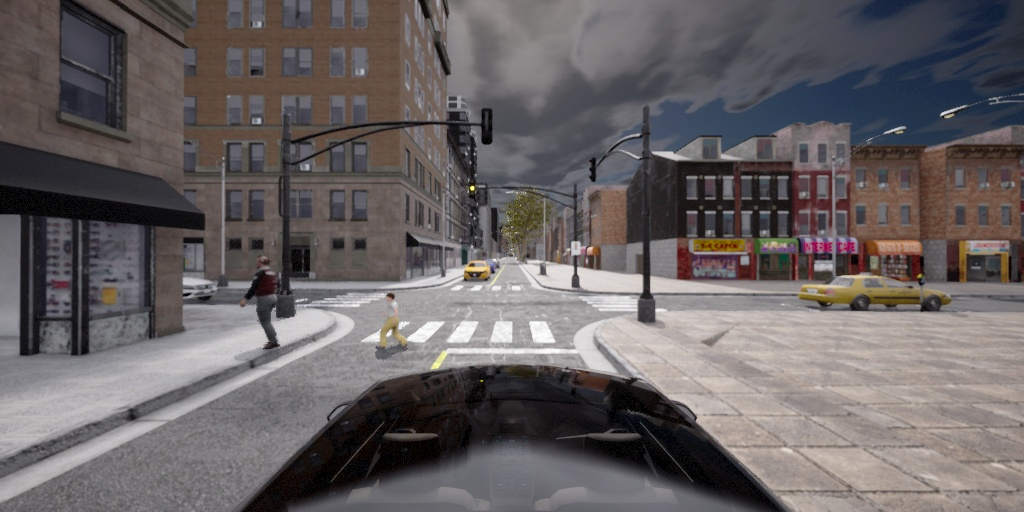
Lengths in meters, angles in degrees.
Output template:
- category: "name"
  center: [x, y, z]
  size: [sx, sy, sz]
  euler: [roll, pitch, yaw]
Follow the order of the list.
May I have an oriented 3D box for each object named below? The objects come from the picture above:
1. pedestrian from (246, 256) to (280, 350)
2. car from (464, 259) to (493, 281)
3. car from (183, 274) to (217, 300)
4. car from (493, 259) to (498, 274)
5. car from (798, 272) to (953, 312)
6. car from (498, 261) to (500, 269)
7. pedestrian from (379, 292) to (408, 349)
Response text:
- category: "pedestrian"
  center: [-4.831, 0.885, 7.027]
  size: [0.375, 1.860, 0.375]
  euler: [0, 0, 0]
- category: "car"
  center: [-2.850, 1.170, 29.887]
  size: [1.882, 1.535, 5.008]
  euler: [0, 0, 0]
- category: "car"
  center: [-14.812, 1.173, 14.634]
  size: [4.674, 1.442, 1.812]
  euler: [0, 0, -1]
- category: "car"
  center: [-2.862, 1.148, 40.343]
  size: [1.882, 1.535, 5.008]
  euler: [0, 0, 0]
- category: "car"
  center: [13.880, 1.327, 13.800]
  size: [4.829, 1.417, 1.751]
  euler: [0, 0, 0]
- category: "car"
  center: [-2.847, 1.135, 54.256]
  size: [2.128, 1.511, 4.902]
  euler: [0, 0, 0]
- category: "pedestrian"
  center: [-2.515, 1.315, 7.625]
  size: [0.375, 1.300, 0.375]
  euler: [0, 0, 0]
